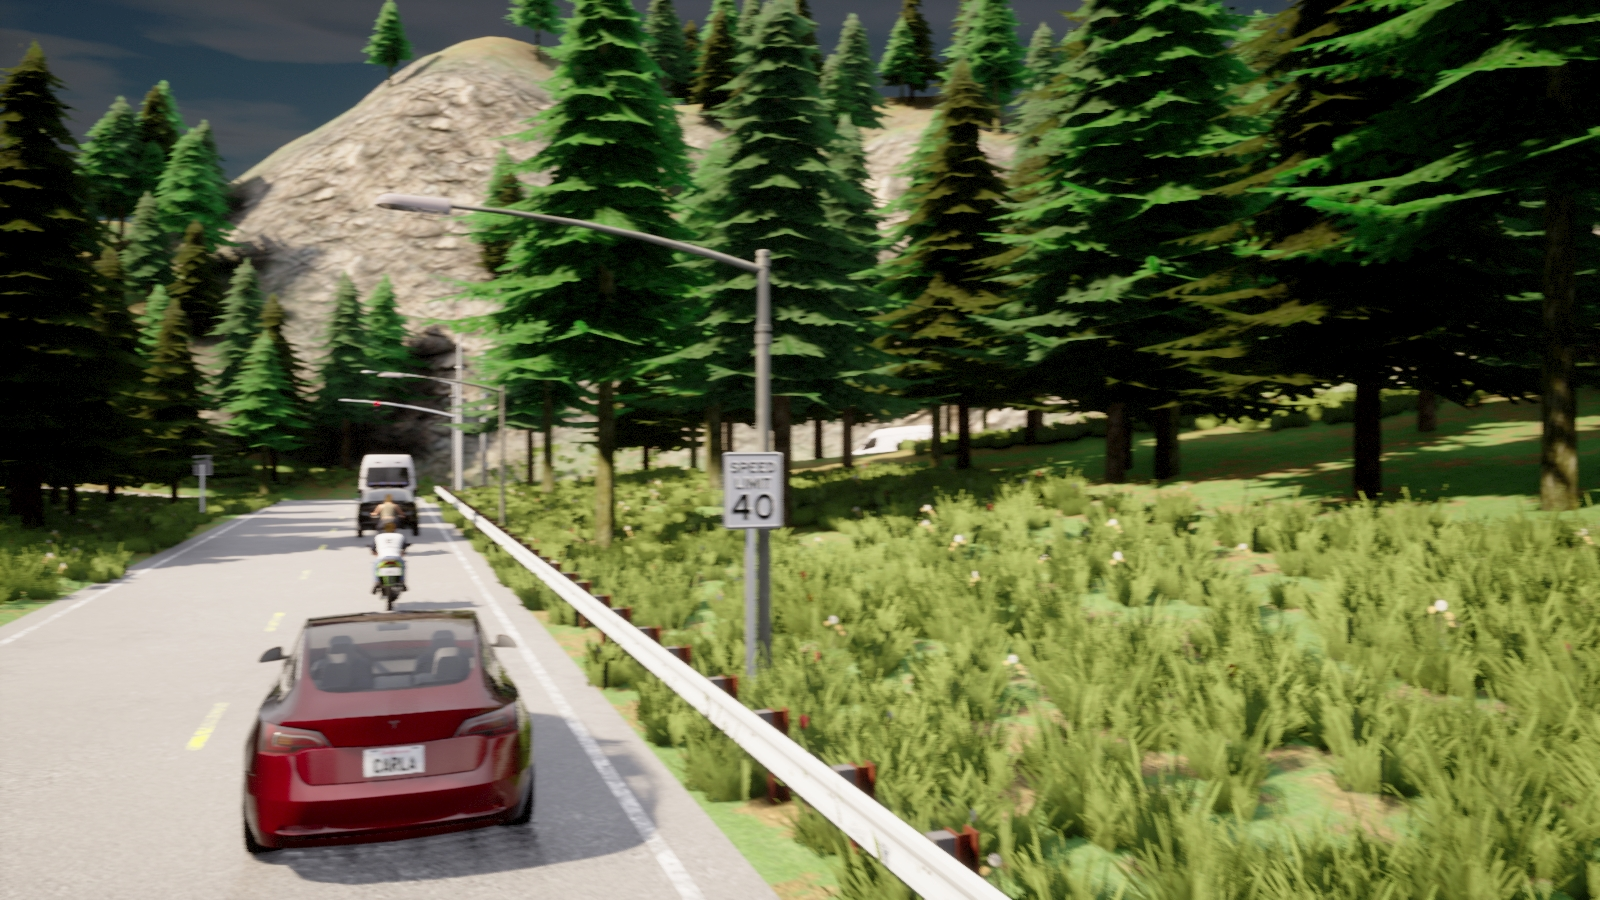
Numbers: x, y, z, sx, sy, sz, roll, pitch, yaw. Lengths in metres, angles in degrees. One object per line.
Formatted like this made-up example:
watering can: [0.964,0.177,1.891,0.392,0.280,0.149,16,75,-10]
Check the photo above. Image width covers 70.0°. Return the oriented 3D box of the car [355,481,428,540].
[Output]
car: [-13.435,1.913,37.595,2.097,1.638,5.238,0,0,-20]

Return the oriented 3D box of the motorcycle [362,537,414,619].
motorcycle: [-7.126,2.177,19.783,0.803,1.145,2.033,0,1,-20]

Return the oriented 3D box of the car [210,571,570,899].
car: [-3.374,2.043,9.562,2.163,1.488,4.792,0,0,-20]

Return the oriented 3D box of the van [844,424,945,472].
van: [6.058,-0.118,73.332,5.915,2.561,1.988,-5,-1,24]

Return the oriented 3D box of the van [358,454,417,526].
van: [-16.072,1.453,44.528,1.988,2.561,5.915,0,0,-20]
